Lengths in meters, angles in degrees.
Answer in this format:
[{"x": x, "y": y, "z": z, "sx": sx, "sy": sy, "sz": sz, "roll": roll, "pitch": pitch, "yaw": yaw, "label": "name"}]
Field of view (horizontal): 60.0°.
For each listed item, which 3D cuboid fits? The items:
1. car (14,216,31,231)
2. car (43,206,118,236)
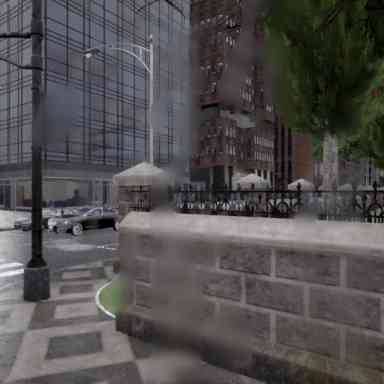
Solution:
[{"x": -8.440, "y": 1.632, "z": 20.220, "sx": 2.008, "sy": 1.369, "sz": 4.403, "roll": 0, "pitch": -1, "yaw": 36, "label": "car"}, {"x": -5.881, "y": 1.576, "z": 19.211, "sx": 2.128, "sy": 1.511, "sz": 4.902, "roll": 0, "pitch": 0, "yaw": 36, "label": "car"}]
